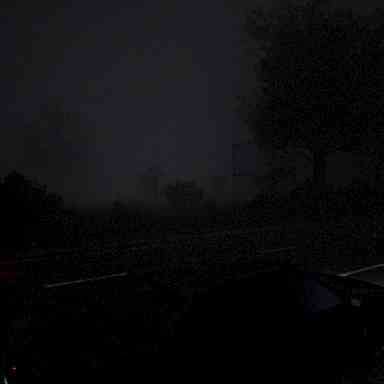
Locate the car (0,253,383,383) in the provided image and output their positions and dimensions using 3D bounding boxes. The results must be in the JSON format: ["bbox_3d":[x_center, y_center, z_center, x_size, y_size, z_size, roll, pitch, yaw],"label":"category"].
[{"bbox_3d":[0.569,1.527,4.117,5.357,1.411,2.033,-1,0,-35],"label":"car"}]
